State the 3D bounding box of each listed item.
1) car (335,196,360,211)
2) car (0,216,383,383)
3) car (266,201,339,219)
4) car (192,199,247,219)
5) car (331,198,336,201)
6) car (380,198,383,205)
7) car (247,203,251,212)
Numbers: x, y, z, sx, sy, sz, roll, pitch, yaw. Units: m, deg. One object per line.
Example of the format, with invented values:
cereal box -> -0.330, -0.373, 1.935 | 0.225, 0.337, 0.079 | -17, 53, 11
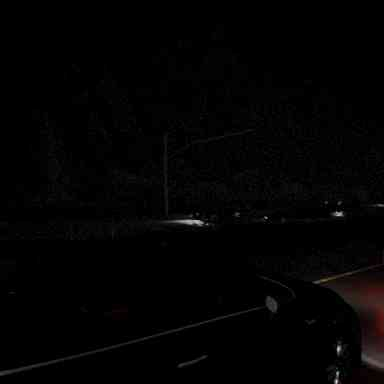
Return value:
car -> 17.221, 1.220, 38.154 | 4.553, 1.767, 2.097 | 0, 0, -36
car -> -0.128, 1.351, 3.654 | 4.553, 1.767, 2.097 | 0, 0, -36
car -> 7.200, 1.516, 22.178 | 5.357, 1.411, 2.033 | 0, 0, -36
car -> 2.040, 1.539, 27.080 | 4.181, 1.385, 1.994 | 0, 0, -36
car -> 9.619, 1.485, 28.275 | 5.357, 1.411, 2.033 | 0, 0, -36
car -> 32.318, 1.288, 53.459 | 5.357, 1.411, 2.033 | 0, 0, -36
car -> 3.592, 1.458, 32.543 | 4.892, 1.490, 1.837 | 0, 0, -36
